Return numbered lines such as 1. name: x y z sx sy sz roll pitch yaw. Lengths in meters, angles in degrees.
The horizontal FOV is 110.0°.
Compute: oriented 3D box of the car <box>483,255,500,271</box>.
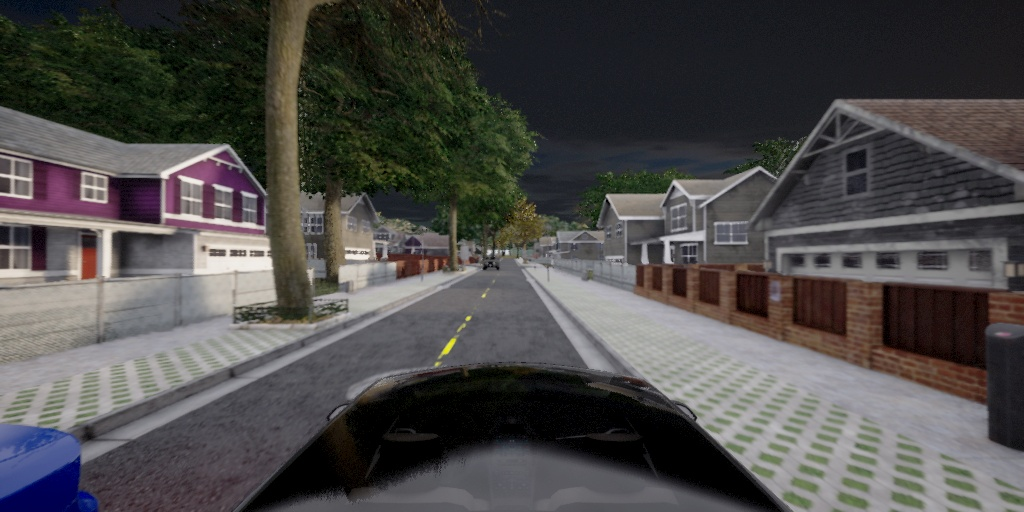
1. car: -2.842 0.930 50.127 2.150 2.045 5.566 0 0 0
